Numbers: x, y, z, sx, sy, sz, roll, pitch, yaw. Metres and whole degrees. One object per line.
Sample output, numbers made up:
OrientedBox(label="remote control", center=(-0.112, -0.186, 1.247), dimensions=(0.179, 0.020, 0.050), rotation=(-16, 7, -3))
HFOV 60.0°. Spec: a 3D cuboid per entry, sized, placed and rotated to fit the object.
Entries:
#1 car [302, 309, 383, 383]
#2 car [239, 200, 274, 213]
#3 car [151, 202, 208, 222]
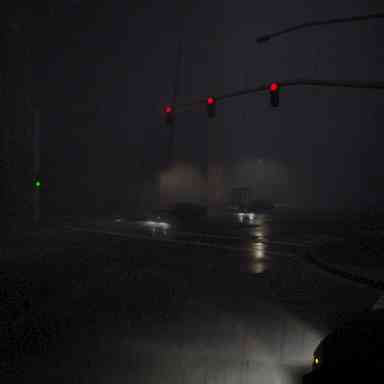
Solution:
OrientedBox(label="car", center=(3.532, 1.547, 1.987), dimensions=(5.357, 1.411, 2.033), rotation=(0, 0, 45))
OrientedBox(label="car", center=(7.273, 1.547, 36.970), dimensions=(2.033, 1.411, 5.357), rotation=(0, 0, 39))
OrientedBox(label="car", center=(-0.831, 1.547, 27.075), dimensions=(2.033, 1.411, 5.357), rotation=(0, 0, 39))
